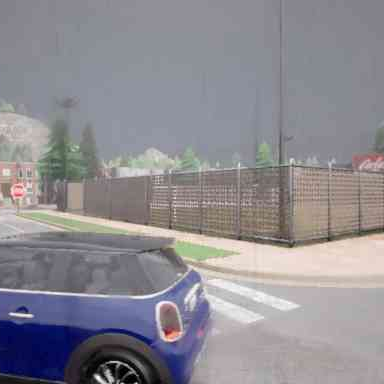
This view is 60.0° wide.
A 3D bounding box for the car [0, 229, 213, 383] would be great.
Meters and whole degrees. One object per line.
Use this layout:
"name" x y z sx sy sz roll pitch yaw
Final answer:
"car" -2.058 1.335 4.489 4.553 1.767 2.097 1 -1 13
